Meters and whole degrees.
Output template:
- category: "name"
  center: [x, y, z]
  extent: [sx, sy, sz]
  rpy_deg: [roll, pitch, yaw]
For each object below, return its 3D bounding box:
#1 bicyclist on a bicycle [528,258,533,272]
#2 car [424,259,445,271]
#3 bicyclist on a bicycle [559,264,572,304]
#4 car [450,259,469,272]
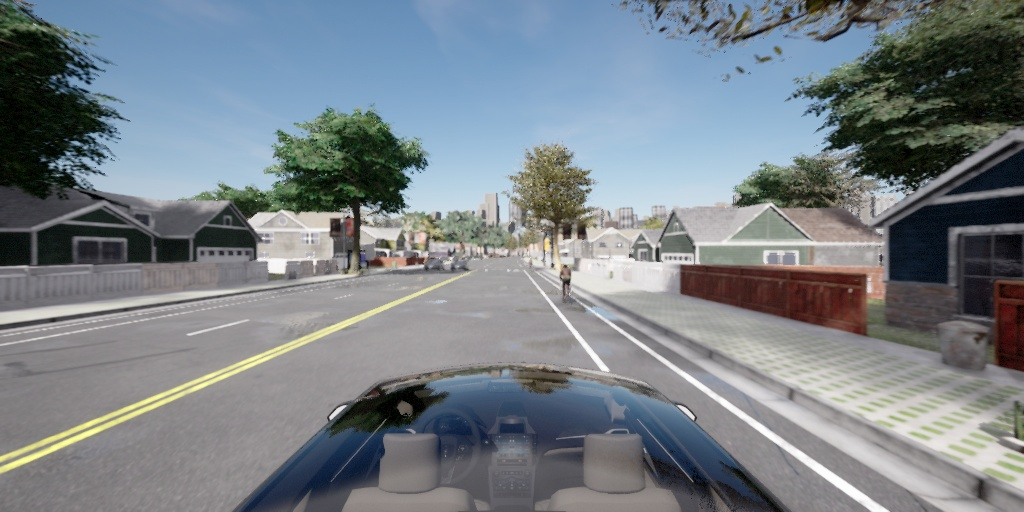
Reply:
- category: "bicyclist on a bicycle"
  center: [2.260, 1.104, 43.031]
  extent: [0.582, 1.620, 1.656]
  rpy_deg: [0, 0, 0]
- category: "car"
  center: [-9.749, 1.139, 45.410]
  extent: [2.128, 1.511, 4.902]
  rpy_deg: [0, 0, 0]
- category: "bicyclist on a bicycle"
  center: [2.253, 1.172, 15.030]
  extent: [0.582, 1.620, 1.656]
  rpy_deg: [0, 0, 0]
- category: "car"
  center: [-6.503, 1.140, 45.055]
  extent: [2.128, 1.511, 4.902]
  rpy_deg: [0, 0, 0]
